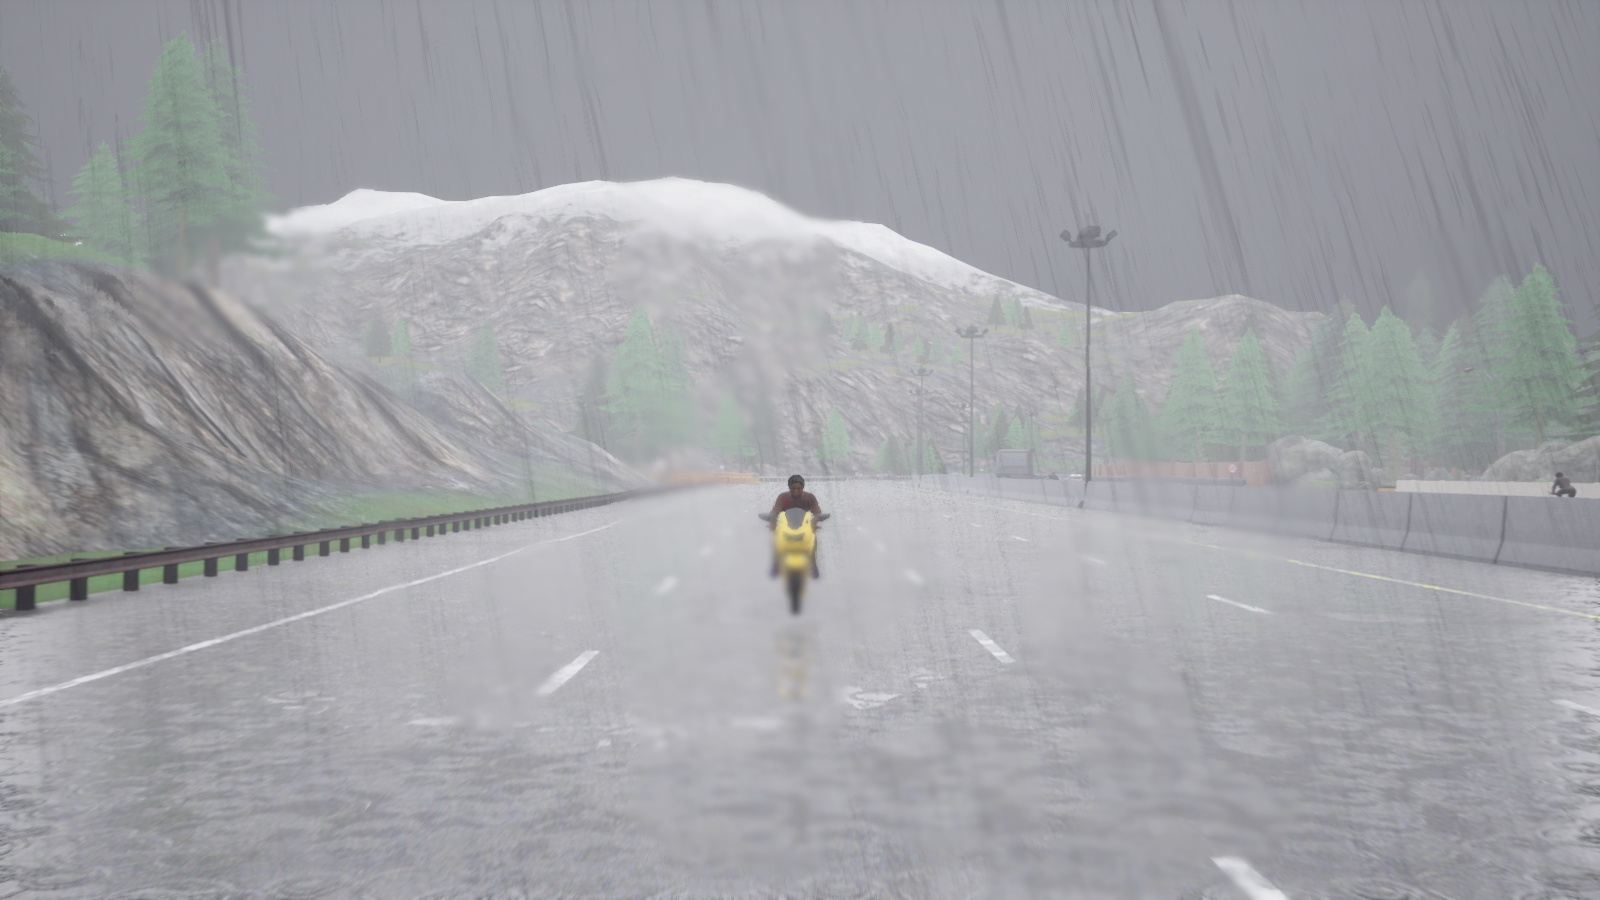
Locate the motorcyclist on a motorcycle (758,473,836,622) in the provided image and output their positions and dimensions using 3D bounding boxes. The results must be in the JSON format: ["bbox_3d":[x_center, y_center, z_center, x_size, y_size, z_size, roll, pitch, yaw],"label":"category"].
[{"bbox_3d":[-0.034,1.031,14.093,0.797,1.523,2.044,0,0,0],"label":"motorcyclist on a motorcycle"}]
